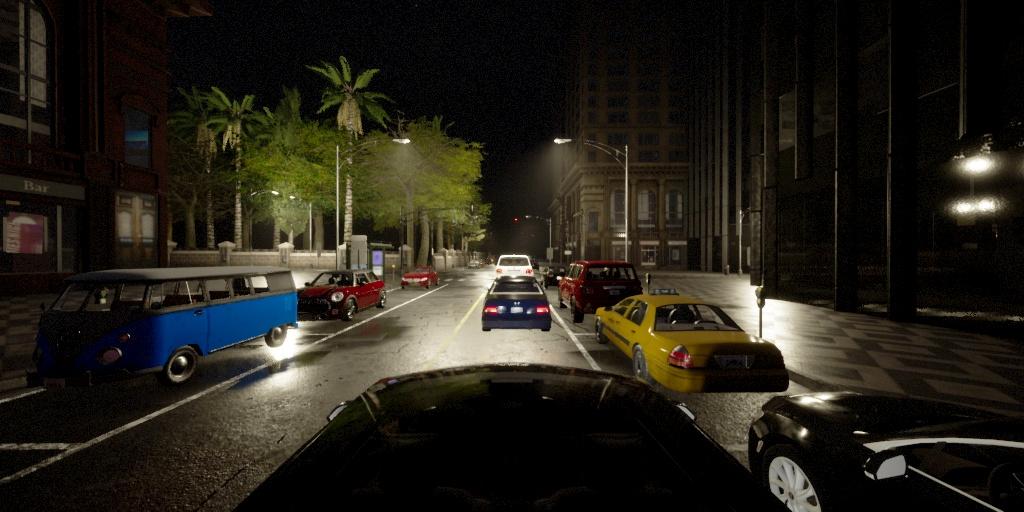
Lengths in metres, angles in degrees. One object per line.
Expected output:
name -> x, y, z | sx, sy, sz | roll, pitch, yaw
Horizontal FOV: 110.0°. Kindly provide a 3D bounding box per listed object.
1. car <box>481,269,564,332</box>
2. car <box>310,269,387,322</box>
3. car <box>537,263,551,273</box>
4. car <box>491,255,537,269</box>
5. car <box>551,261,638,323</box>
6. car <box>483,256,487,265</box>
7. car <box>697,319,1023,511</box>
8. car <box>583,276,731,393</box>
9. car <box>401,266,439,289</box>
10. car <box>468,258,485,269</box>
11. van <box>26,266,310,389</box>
car -> 0.106, 1.296, 10.837 | 2.033, 1.411, 5.357 | 0, 0, 0
car -> -5.759, 1.188, 12.036 | 1.967, 1.591, 4.097 | 0, 0, 0
car -> 2.772, 1.310, 22.867 | 1.948, 1.339, 4.313 | 0, 0, 0
car -> 0.109, 0.968, 21.408 | 2.150, 2.045, 5.566 | 0, 0, 0
car -> 2.767, 1.063, 12.016 | 2.192, 1.841, 5.009 | 0, 0, 0
car -> -5.737, 1.159, 60.168 | 1.967, 1.591, 4.097 | 0, 0, 0
car -> 2.762, 1.300, 1.165 | 2.007, 1.370, 4.403 | 0, 0, 0
car -> 2.764, 1.275, 6.761 | 1.751, 1.417, 4.829 | 0, 0, 0
car -> -5.754, 1.326, 22.888 | 1.802, 1.307, 4.207 | 0, 0, 0
car -> -5.739, 1.274, 54.748 | 2.007, 1.370, 4.403 | 0, 0, 0
van -> -5.761, 1.090, 6.609 | 1.690, 1.789, 3.998 | 0, 0, 0
